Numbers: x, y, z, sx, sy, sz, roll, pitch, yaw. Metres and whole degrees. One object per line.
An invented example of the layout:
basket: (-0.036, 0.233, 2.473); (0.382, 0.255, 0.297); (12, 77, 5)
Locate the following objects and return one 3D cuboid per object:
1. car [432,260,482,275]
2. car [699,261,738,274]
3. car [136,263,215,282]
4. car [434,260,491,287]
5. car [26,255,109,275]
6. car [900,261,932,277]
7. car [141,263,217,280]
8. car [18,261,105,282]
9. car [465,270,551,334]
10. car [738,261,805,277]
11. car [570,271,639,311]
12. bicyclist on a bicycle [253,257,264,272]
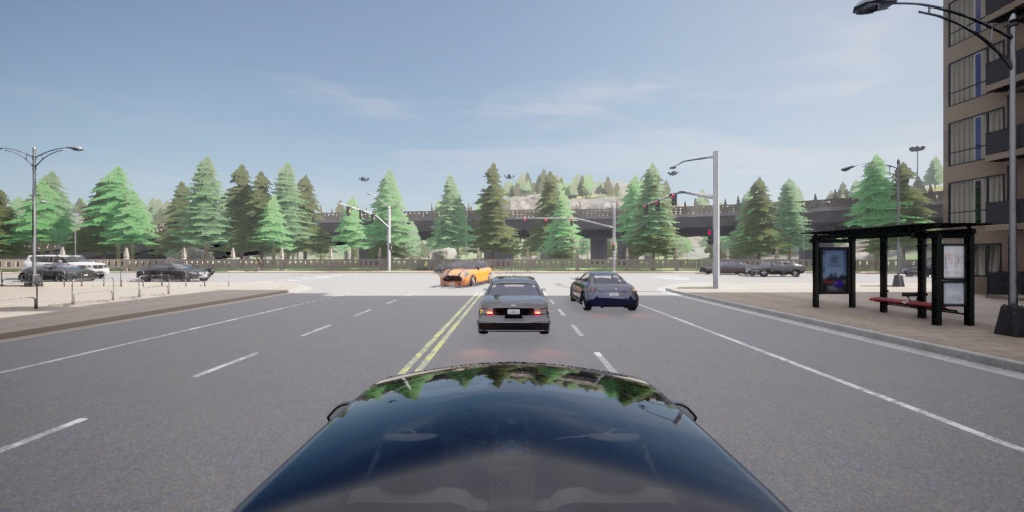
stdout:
car: (-5.689, 1.186, 37.554); (4.902, 1.511, 2.128); (0, 0, 1)
car: (22.411, 1.241, 37.144); (5.357, 1.411, 2.033); (0, 0, 1)
car: (-25.549, 1.220, 27.112); (4.674, 1.442, 1.812); (0, 0, -1)
car: (-2.952, 1.091, 23.618); (2.097, 1.767, 4.553); (0, 0, 17)
car: (-38.078, 0.916, 30.634); (5.566, 2.045, 2.150); (0, 0, -1)
car: (38.324, 1.186, 32.406); (4.902, 1.511, 2.128); (0, 0, 14)
car: (-28.362, 1.295, 30.644); (4.718, 1.301, 1.895); (0, 0, 1)
car: (-34.242, 1.258, 27.136); (4.181, 1.385, 1.994); (0, 0, 0)
car: (0.060, 1.297, 10.558); (2.033, 1.411, 5.357); (0, 0, 1)
car: (24.528, 1.186, 33.563); (4.902, 1.511, 2.128); (0, 0, 2)
car: (3.579, 1.314, 14.568); (1.994, 1.385, 4.181); (0, 0, 0)
bicyclist on a bicycle: (-29.461, 0.995, 41.659); (0.582, 1.620, 1.656); (0, 0, 1)
